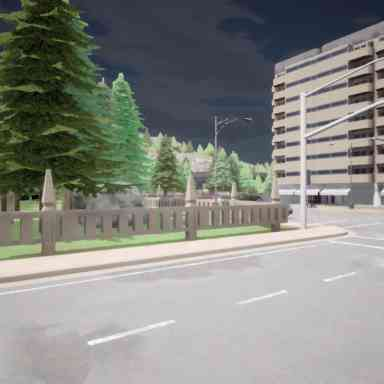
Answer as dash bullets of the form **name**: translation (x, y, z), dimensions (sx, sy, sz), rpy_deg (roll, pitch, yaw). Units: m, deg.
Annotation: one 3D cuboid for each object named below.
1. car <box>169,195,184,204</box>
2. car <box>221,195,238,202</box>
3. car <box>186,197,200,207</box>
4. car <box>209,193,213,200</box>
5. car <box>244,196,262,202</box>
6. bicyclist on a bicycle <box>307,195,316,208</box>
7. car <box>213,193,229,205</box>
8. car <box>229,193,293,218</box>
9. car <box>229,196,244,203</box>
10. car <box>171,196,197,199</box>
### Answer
- **car**: translation (-2.885, 1.422, 63.936), dimensions (1.882, 1.535, 5.008), rpy_deg (0, 0, 10)
- **car**: translation (8.518, 1.469, 75.156), dimensions (1.812, 1.442, 4.674), rpy_deg (0, 0, 32)
- **car**: translation (0.129, 1.545, 52.418), dimensions (1.895, 1.301, 4.718), rpy_deg (0, 0, -4)
- **car**: translation (4.736, 1.166, 65.202), dimensions (2.150, 2.045, 5.566), rpy_deg (0, 0, 14)
- **car**: translation (14.233, 1.540, 77.266), dimensions (1.895, 1.301, 4.718), rpy_deg (0, 0, 40)
- **bicyclist on a bicycle**: translation (15.252, 1.245, 42.431), dimensions (1.656, 1.620, 0.582), rpy_deg (0, 0, -29)
- **car**: translation (4.983, 1.166, 36.905), dimensions (2.150, 2.045, 5.566), rpy_deg (0, 0, -29)
- **car**: translation (6.021, 1.161, 28.628), dimensions (2.150, 2.045, 5.566), rpy_deg (0, 1, -33)
- **car**: translation (9.173, 1.492, 67.886), dimensions (2.033, 1.411, 5.357), rpy_deg (0, 0, 20)
- **car**: translation (-1.133, 1.423, 42.256), dimensions (1.882, 1.535, 5.008), rpy_deg (0, 1, -18)
